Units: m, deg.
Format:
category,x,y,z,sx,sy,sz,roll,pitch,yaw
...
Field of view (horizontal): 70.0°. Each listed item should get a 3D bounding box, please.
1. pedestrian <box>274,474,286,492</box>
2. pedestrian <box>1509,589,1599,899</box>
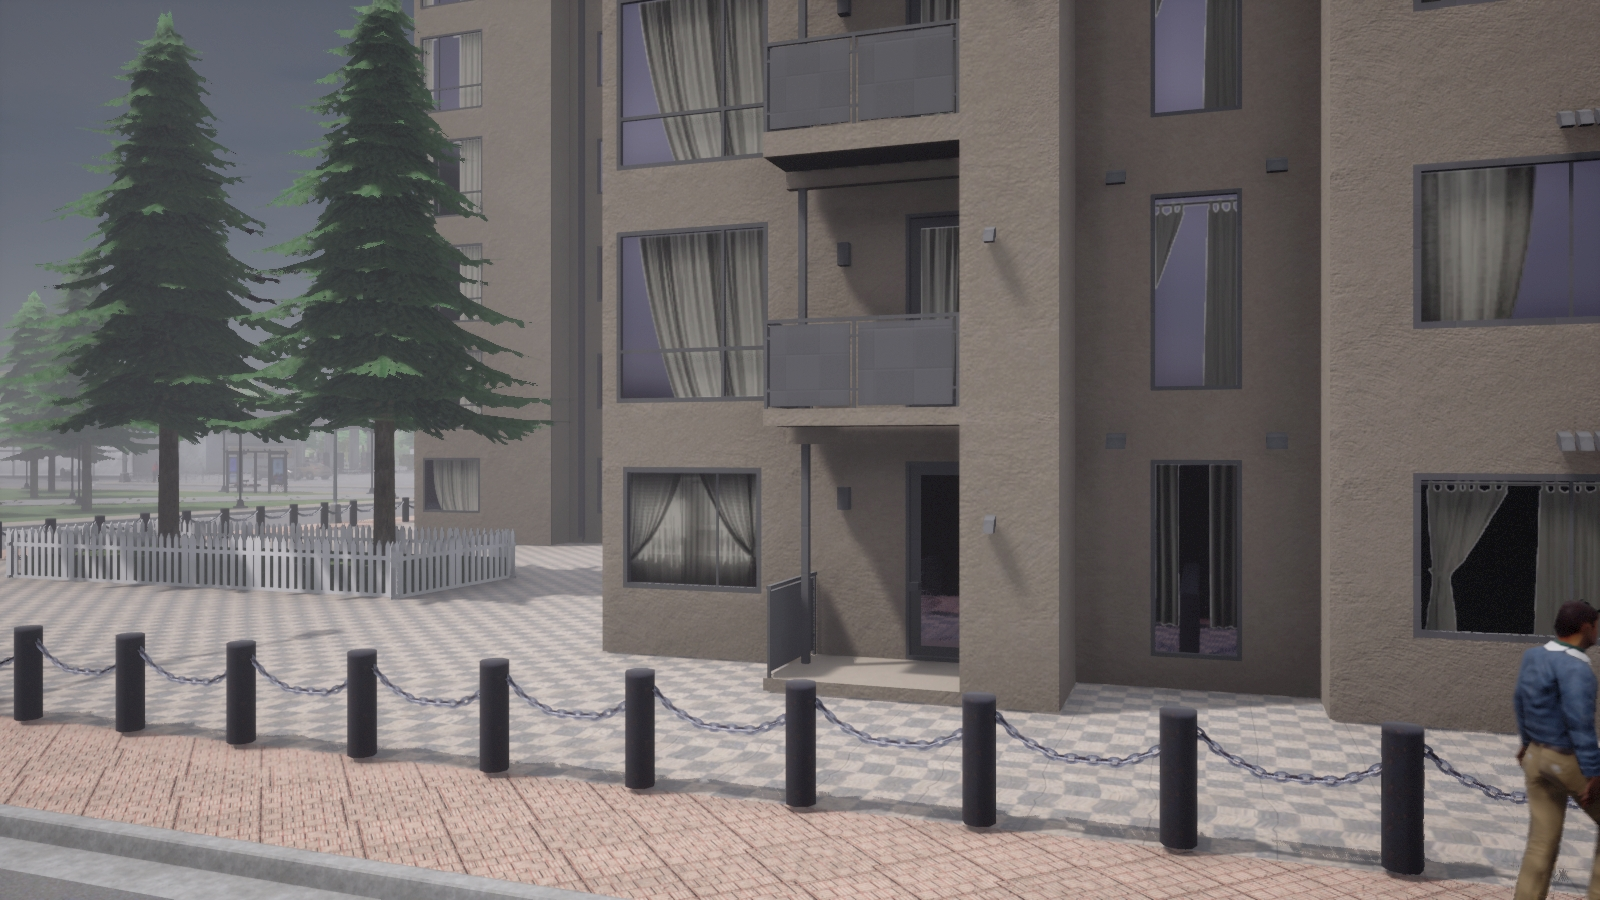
category,x,y,z,sx,sy,sz,roll,pitch,yaw
pedestrian,-32.776,2.072,72.004,0.500,1.100,0.500,0,0,22
pedestrian,4.090,1.694,6.103,0.375,1.860,0.375,0,0,-1
